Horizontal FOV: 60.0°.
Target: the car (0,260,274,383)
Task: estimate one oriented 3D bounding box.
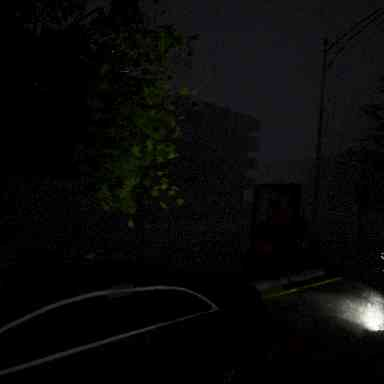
[{"bbox_3d":[-1.350,1.499,3.090,4.902,1.511,2.128,1,-1,-36],"label":"car"}]

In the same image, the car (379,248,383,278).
[{"bbox_3d":[7.105,1.609,9.189,5.008,1.535,1.882,1,0,-36],"label":"car"}]
